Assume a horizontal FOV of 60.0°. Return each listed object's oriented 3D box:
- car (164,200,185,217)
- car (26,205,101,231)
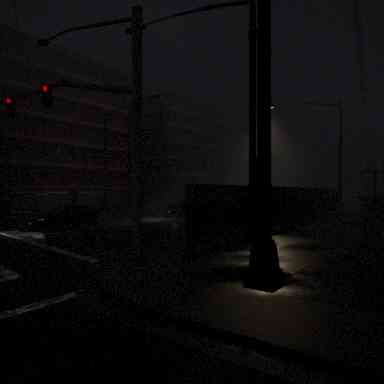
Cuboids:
[{"bbox_3d":[-0.618,1.492,31.048,2.128,1.511,4.902,0,0,35],"label":"car"},{"bbox_3d":[-7.836,1.526,20.744,1.812,1.442,4.674,0,0,35],"label":"car"}]
